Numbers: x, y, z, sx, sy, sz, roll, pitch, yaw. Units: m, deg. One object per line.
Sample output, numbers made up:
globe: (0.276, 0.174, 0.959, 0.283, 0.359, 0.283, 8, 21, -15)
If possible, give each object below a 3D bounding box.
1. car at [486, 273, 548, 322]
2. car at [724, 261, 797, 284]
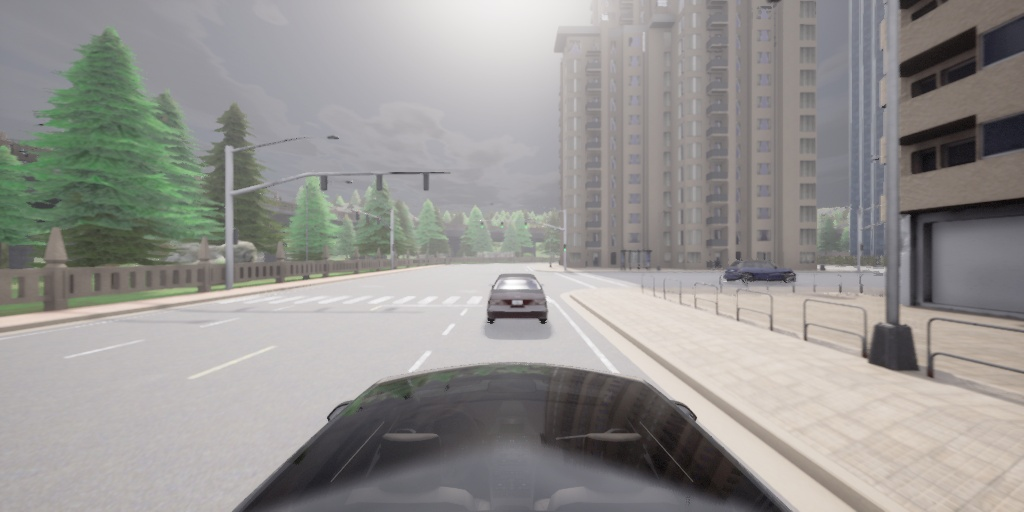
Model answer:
car: (0.153, 1.288, 12.125, 2.033, 1.411, 5.357, 0, 0, 0)
car: (18.606, 1.138, 26.876, 4.553, 1.767, 2.097, 0, 0, 0)
